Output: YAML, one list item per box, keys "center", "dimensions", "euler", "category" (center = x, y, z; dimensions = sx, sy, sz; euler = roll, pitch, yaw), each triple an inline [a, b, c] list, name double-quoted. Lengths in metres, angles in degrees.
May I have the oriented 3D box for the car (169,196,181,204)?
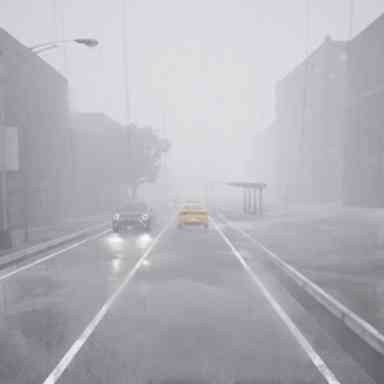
- center: [-3.030, 1.370, 61.040]
  dimensions: [2.033, 1.411, 5.357]
  euler: [0, 1, 1]
  category: "car"

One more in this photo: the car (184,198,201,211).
- center: [0.072, 1.560, 42.621]
  dimensions: [1.994, 1.385, 4.181]
  euler: [0, 0, 0]
  category: "car"

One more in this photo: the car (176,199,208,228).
- center: [0.074, 1.497, 22.433]
  dimensions: [1.882, 1.535, 5.008]
  euler: [0, 0, 0]
  category: "car"

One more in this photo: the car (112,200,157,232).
- center: [-3.364, 1.367, 20.204]
  dimensions: [2.097, 1.767, 4.553]
  euler: [0, 0, 0]
  category: "car"
